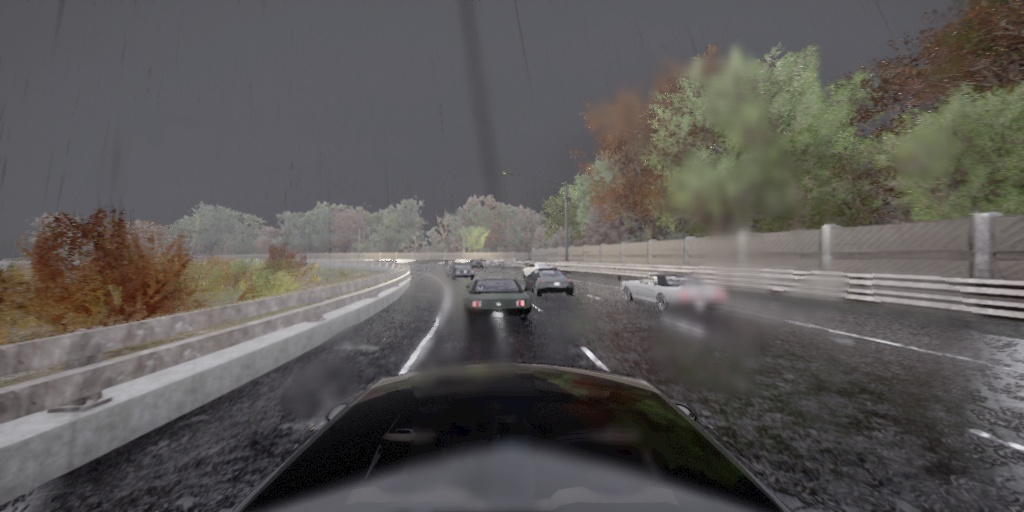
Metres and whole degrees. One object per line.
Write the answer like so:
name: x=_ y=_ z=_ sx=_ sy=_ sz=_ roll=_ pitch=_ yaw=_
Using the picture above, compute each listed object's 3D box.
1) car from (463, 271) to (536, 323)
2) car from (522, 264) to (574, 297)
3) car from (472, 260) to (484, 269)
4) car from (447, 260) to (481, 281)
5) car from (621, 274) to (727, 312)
car: x=-0.604 y=1.368 z=12.240 sx=1.895 sy=1.301 sz=4.718 roll=0 pitch=0 yaw=-6
car: x=1.856 y=1.331 z=19.387 sx=1.994 sy=1.385 sz=4.181 roll=0 pitch=0 yaw=-9
car: x=-5.826 y=1.356 z=56.981 sx=1.837 sy=1.490 sz=4.892 roll=-1 pitch=0 yaw=-17
car: x=-4.548 y=1.358 z=31.512 sx=2.033 sy=1.411 sz=5.357 roll=0 pitch=0 yaw=-17
car: x=6.095 y=1.343 z=14.279 sx=1.895 sy=1.301 sz=4.718 roll=0 pitch=0 yaw=-7
